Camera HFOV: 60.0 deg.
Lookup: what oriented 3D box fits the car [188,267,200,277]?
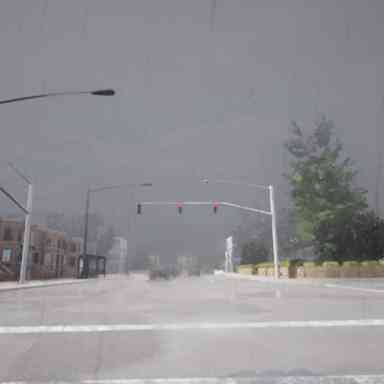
[{"bbox_3d":[0.351,12.658,52.662,2.033,1.411,5.357,-1,-13,0],"label":"car"}]

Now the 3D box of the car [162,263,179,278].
[{"bbox_3d":[-3.357,10.835,46.119,2.150,2.045,5.566,-1,-13,1],"label":"car"}]

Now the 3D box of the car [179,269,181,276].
[{"bbox_3d":[-3.201,14.768,62.245,2.097,1.767,4.553,-1,-13,0],"label":"car"}]

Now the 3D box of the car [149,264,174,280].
[{"bbox_3d":[-3.416,8.805,36.097,2.033,1.411,5.357,-1,-13,0],"label":"car"}]
